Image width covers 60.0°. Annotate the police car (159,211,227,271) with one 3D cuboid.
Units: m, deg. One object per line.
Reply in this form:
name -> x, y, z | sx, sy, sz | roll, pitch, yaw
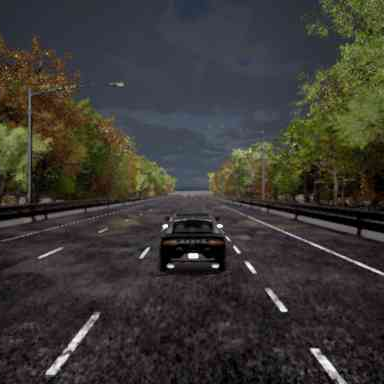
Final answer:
police car -> 0.022, 1.465, 11.131 | 1.930, 1.638, 5.238 | 0, -1, 0
